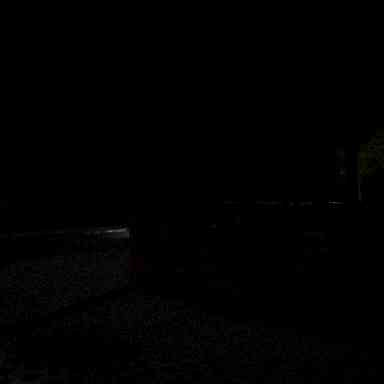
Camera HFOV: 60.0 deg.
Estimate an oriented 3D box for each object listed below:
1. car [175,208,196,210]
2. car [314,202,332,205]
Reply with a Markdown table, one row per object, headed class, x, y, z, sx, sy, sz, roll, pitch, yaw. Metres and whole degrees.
| class | x | y | z | sx | sy | sz | roll | pitch | yaw |
| --- | --- | --- | --- | --- | --- | --- | --- | --- | --- |
| car | -0.703 | 1.713 | 21.139 | 4.181 | 1.385 | 1.994 | 1 | -1 | -44 |
| car | 13.586 | 1.822 | 34.856 | 4.902 | 1.511 | 2.128 | 1 | -1 | -44 |
